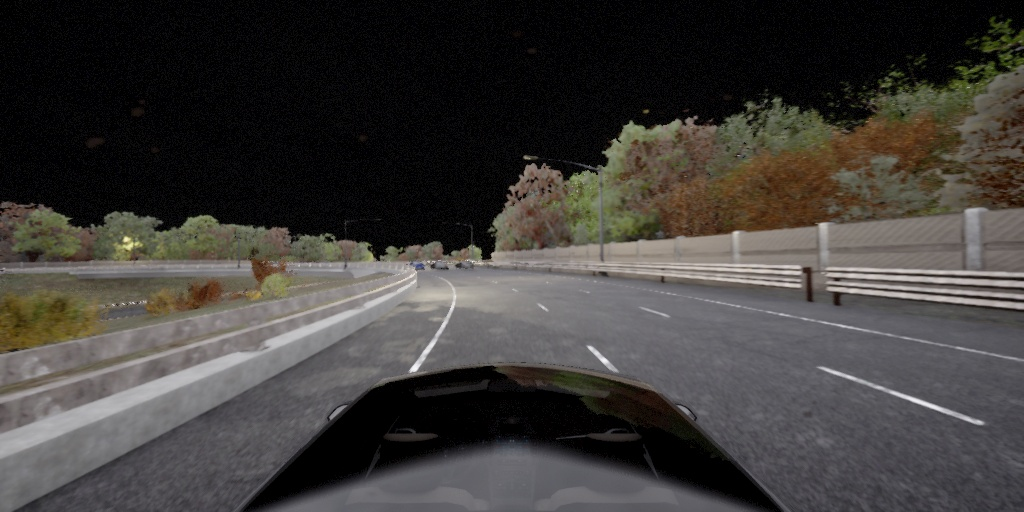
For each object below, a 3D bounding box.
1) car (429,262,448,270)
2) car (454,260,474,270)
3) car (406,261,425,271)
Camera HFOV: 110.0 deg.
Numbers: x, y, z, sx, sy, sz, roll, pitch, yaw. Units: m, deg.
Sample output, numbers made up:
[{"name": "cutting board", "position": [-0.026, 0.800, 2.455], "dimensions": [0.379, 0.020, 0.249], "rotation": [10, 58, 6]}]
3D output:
[{"name": "car", "position": [-12.082, 1.617, 58.857], "dimensions": [1.994, 1.385, 4.181], "rotation": [-1, 0, -30]}, {"name": "car", "position": [-7.861, 1.462, 58.558], "dimensions": [2.128, 1.511, 4.902], "rotation": [-1, 0, -30]}, {"name": "car", "position": [-15.663, 1.599, 58.026], "dimensions": [1.882, 1.535, 5.008], "rotation": [-1, 0, -31]}]
